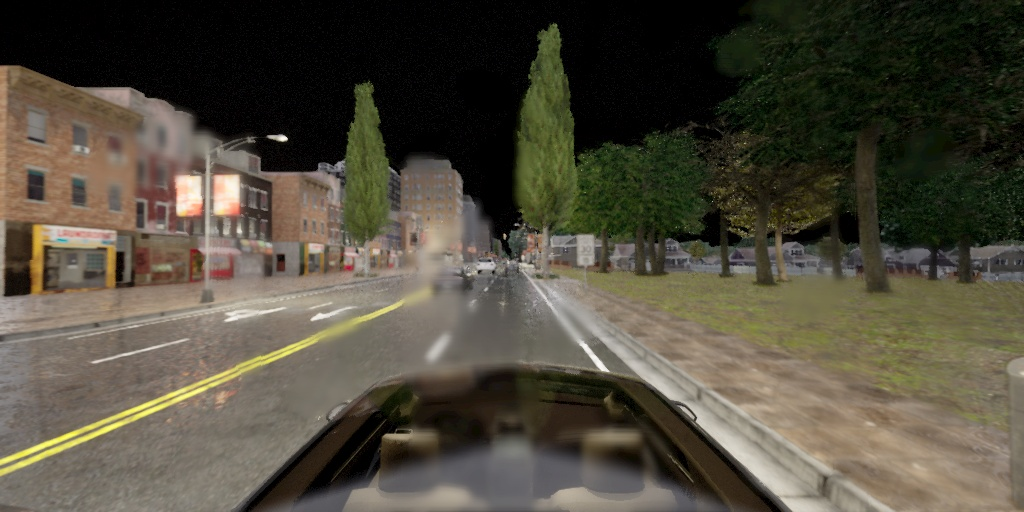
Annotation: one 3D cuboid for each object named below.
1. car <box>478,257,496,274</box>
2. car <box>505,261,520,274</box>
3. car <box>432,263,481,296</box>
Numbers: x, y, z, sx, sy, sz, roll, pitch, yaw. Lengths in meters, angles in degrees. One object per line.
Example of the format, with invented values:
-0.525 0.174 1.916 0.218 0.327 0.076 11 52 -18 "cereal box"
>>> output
-3.259 1.206 46.130 2.150 2.045 5.566 0 0 0 "car"
-0.008 1.451 46.465 2.128 1.511 4.902 0 0 0 "car"
-3.159 1.339 20.019 2.128 1.511 4.902 0 0 0 "car"
